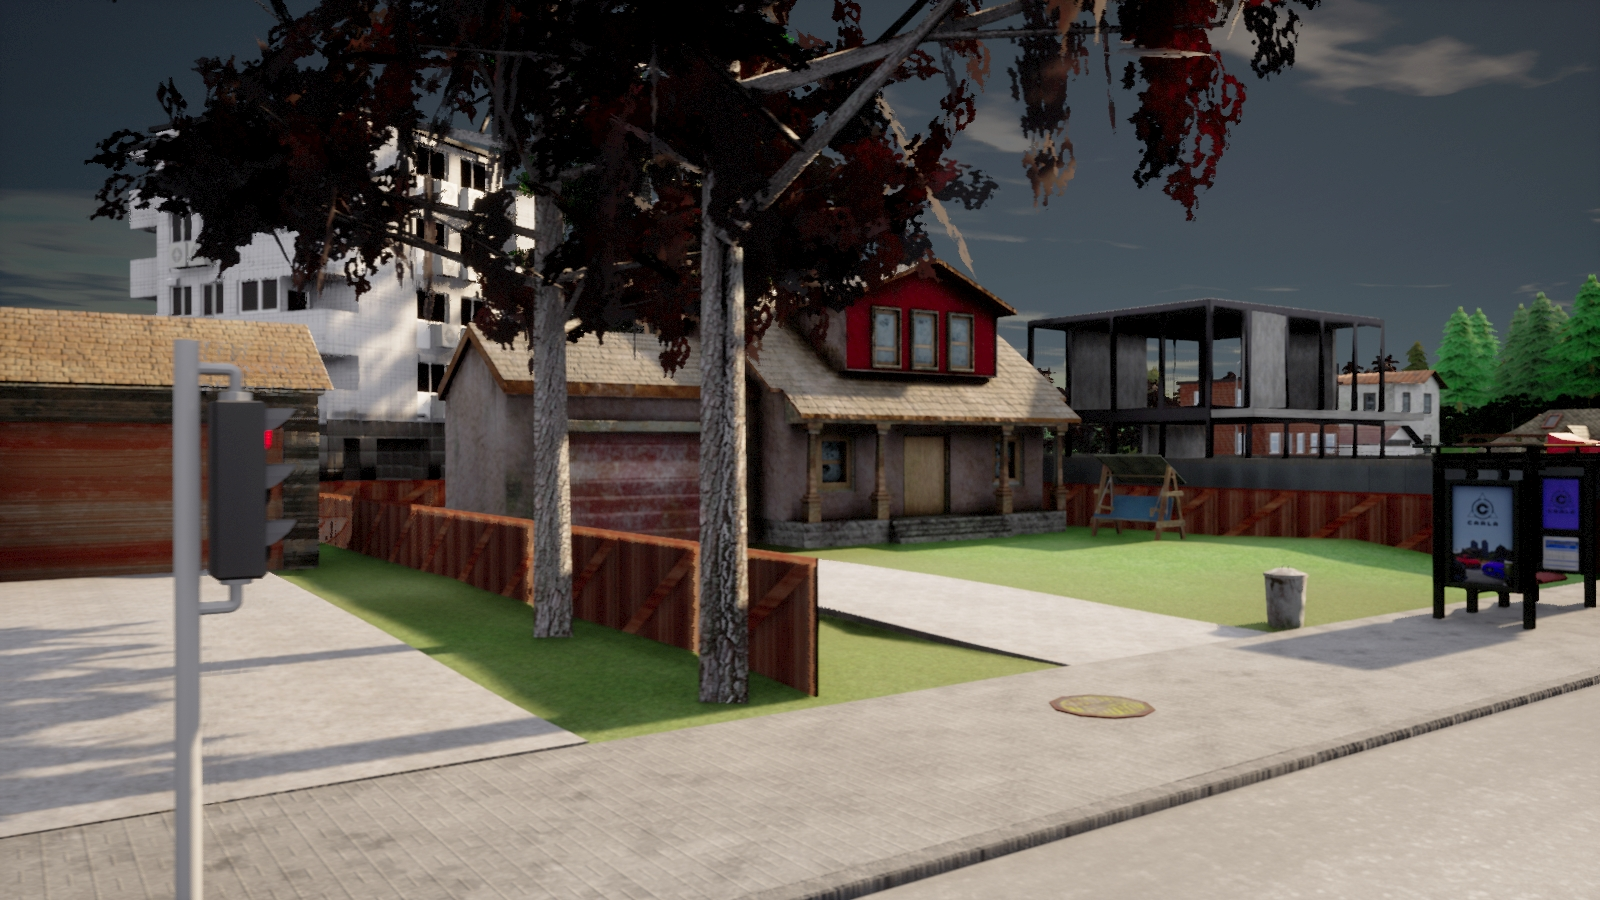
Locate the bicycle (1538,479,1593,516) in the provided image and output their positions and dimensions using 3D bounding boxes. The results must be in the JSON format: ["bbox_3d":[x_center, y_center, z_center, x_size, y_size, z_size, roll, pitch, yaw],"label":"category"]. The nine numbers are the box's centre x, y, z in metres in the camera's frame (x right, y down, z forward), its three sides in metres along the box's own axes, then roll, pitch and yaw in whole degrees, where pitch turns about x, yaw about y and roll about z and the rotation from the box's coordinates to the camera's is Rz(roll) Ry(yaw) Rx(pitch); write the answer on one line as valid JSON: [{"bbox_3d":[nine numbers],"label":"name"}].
[{"bbox_3d":[31.222,1.916,46.631,0.329,1.471,1.835,0,0,-37],"label":"bicycle"}]
